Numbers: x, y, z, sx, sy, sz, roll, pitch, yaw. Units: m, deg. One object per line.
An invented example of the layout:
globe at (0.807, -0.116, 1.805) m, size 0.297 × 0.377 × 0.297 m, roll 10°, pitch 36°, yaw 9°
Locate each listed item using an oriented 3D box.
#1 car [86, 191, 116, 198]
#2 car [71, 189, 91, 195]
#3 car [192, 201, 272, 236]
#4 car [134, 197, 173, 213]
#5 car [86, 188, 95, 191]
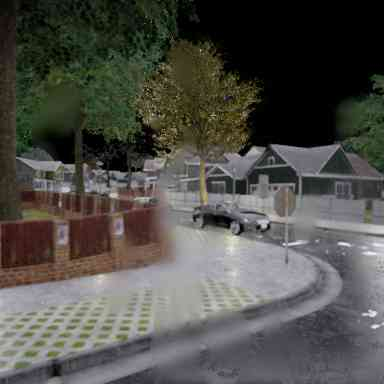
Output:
car at (-8.751, 0.900, 33.161) m, size 1.812 × 1.442 × 4.674 m, roll 0°, pitch 1°, yaw -33°
car at (-14.301, 0.701, 41.555) m, size 1.994 × 1.385 × 4.181 m, roll 0°, pitch 1°, yaw -33°
car at (1.912, 1.243, 17.124) m, size 2.128 × 1.511 × 4.902 m, roll 0°, pitch 1°, yaw -34°
car at (-3.227, 1.103, 24.861) m, size 1.812 × 1.442 × 4.674 m, roll 0°, pitch 1°, yaw -34°
car at (-16.830, 0.380, 51.791) m, size 1.837 × 1.490 × 4.892 m, roll 0°, pitch 2°, yaw -25°
